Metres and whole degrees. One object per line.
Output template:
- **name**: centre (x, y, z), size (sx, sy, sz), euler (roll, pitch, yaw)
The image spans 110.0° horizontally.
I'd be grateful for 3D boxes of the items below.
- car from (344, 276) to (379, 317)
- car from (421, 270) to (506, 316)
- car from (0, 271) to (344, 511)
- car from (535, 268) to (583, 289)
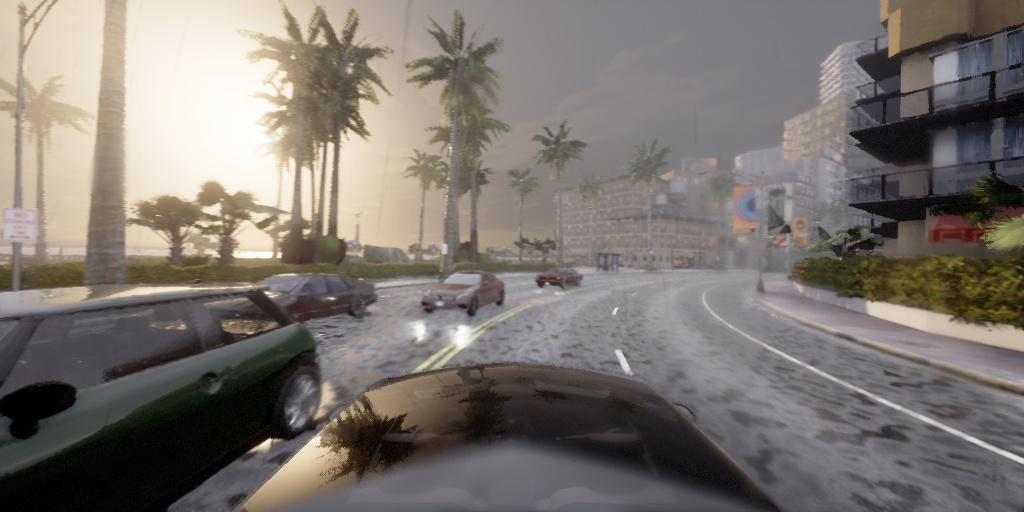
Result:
- **car**: centre (-6.015, 1.194, 10.284), size (2.033, 1.411, 5.357), euler (1, 0, 12)
- **car**: centre (-1.617, 1.281, 13.685), size (1.812, 1.442, 4.674), euler (1, 0, 17)
- **car**: centre (-3.379, 1.031, 2.338), size (2.097, 1.767, 4.553), euler (1, 0, 4)
- **car**: centre (3.311, 1.492, 24.807), size (1.895, 1.301, 4.718), euler (1, 0, 29)
